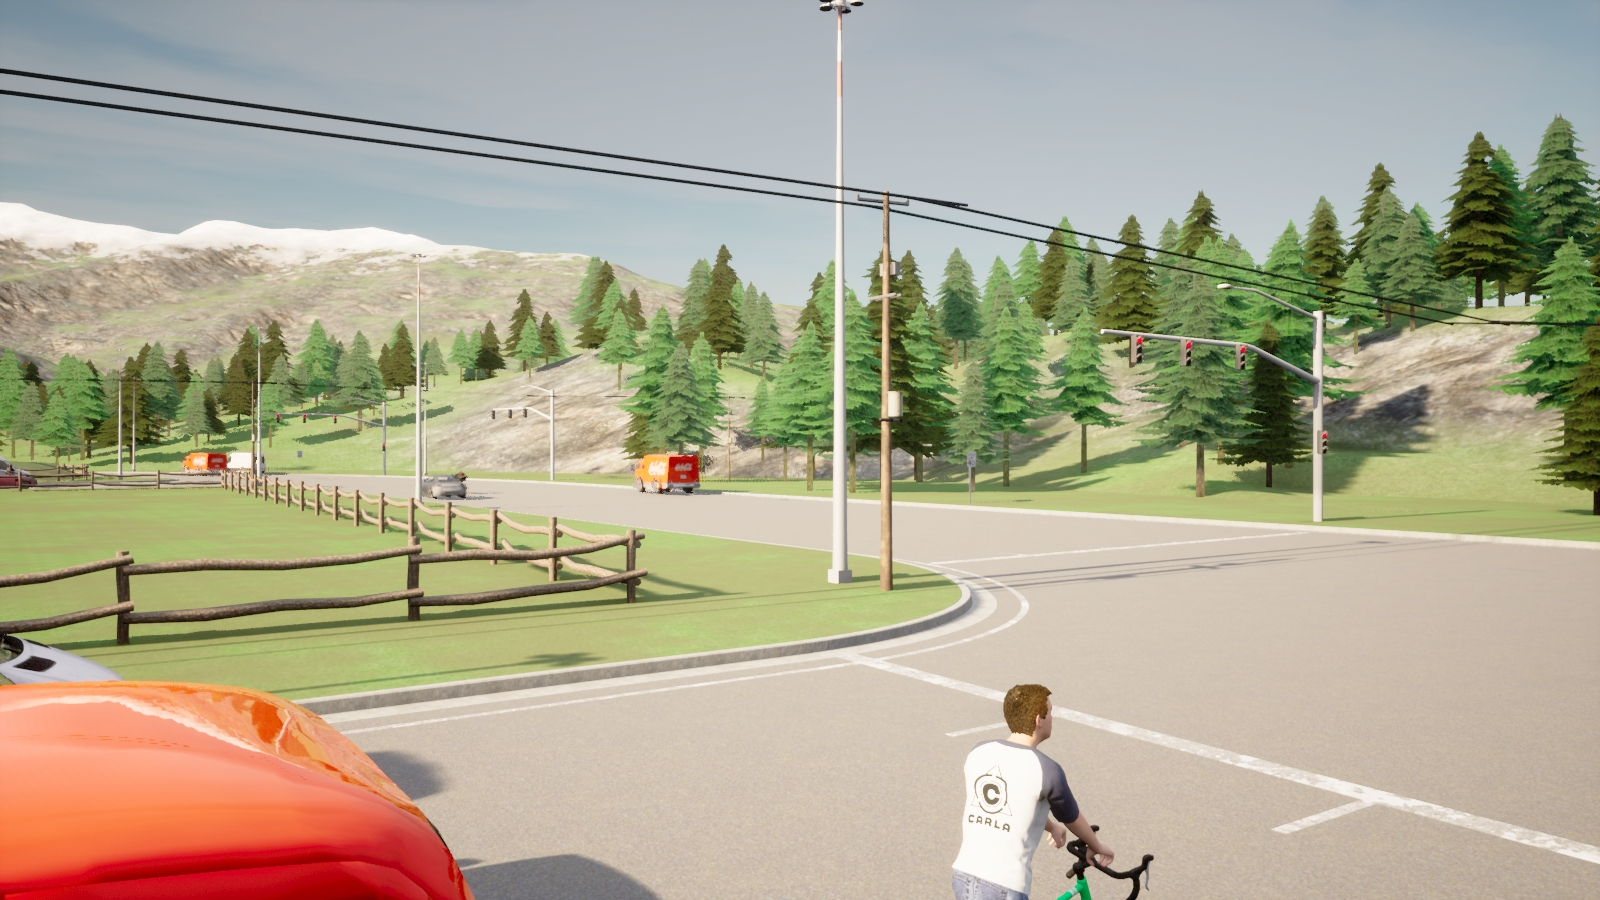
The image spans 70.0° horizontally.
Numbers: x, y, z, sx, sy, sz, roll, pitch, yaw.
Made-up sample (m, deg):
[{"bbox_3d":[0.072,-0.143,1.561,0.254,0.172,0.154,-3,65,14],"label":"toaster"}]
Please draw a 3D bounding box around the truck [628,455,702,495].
[{"bbox_3d":[-8.689,1.558,73.196,2.627,2.467,5.204,0,0,-35],"label":"truck"}]

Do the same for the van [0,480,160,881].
[{"bbox_3d":[-7.466,1.535,7.096,5.915,2.561,1.988,0,0,-35],"label":"van"}]

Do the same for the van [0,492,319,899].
[{"bbox_3d":[-5.215,1.534,4.399,5.915,2.561,1.988,0,0,-35],"label":"van"}]

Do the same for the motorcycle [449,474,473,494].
[{"bbox_3d":[-21.963,2.198,73.929,0.867,1.251,2.209,0,0,-35],"label":"motorcycle"}]

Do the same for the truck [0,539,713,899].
[{"bbox_3d":[-3.050,1.568,1.729,5.204,2.467,2.627,0,0,-34],"label":"truck"}]

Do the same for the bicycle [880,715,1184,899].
[{"bbox_3d":[1.060,2.055,4.957,1.643,1.496,0.373,0,0,-41],"label":"bicycle"}]

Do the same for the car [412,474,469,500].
[{"bbox_3d":[-20.820,2.113,66.120,1.994,1.385,4.181,0,0,-35],"label":"car"}]
